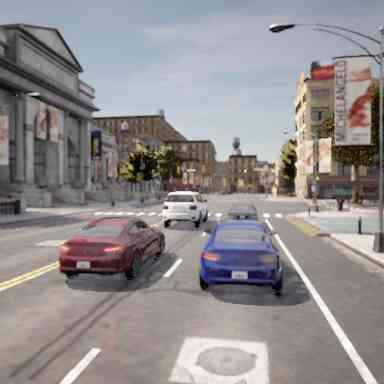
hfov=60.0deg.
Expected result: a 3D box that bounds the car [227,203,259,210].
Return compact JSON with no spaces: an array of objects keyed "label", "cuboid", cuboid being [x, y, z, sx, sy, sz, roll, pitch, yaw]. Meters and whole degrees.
[{"label":"car","cuboid":[3.113,1.371,20.374,2.033,1.411,5.357,0,1,9]}]

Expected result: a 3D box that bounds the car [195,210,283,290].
[{"label":"car","cuboid":[1.278,1.448,8.818,1.812,1.442,4.674,0,1,8]}]

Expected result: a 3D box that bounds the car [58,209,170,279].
[{"label":"car","cuboid":[-2.099,1.443,9.715,1.812,1.442,4.674,0,1,8]}]

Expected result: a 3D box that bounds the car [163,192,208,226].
[{"label":"car","cuboid":[-0.301,1.037,21.218,2.150,2.045,5.566,0,0,9]}]
